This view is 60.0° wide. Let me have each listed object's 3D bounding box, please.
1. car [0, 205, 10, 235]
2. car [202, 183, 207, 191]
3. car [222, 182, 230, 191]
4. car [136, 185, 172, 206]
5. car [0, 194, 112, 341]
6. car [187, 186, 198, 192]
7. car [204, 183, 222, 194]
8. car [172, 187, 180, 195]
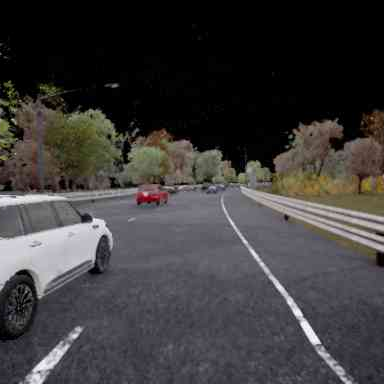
[{"bbox_3d":[-9.723,1.355,13.269,1.895,1.301,4.718,-1,2,6],"label":"car"},{"bbox_3d":[3.727,-1.209,79.992,2.150,2.045,5.566,-1,2,11],"label":"car"},{"bbox_3d":[7.360,-0.991,80.301,1.812,1.442,4.674,-1,2,11],"label":"car"},{"bbox_3d":[-3.870,0.287,33.039,2.150,2.045,5.566,-1,2,8],"label":"car"},{"bbox_3d":[-3.375,1.053,6.388,2.150,2.045,5.566,-1,2,6],"label":"car"},{"bbox_3d":[0.092,-0.810,79.609,2.033,1.411,5.357,-1,2,11],"label":"car"},{"bbox_3d":[3.887,-0.372,61.069,1.812,1.442,4.674,-1,2,10],"label":"car"},{"bbox_3d":[-3.469,-0.202,59.542,1.837,1.490,4.892,-1,2,9],"label":"car"}]
